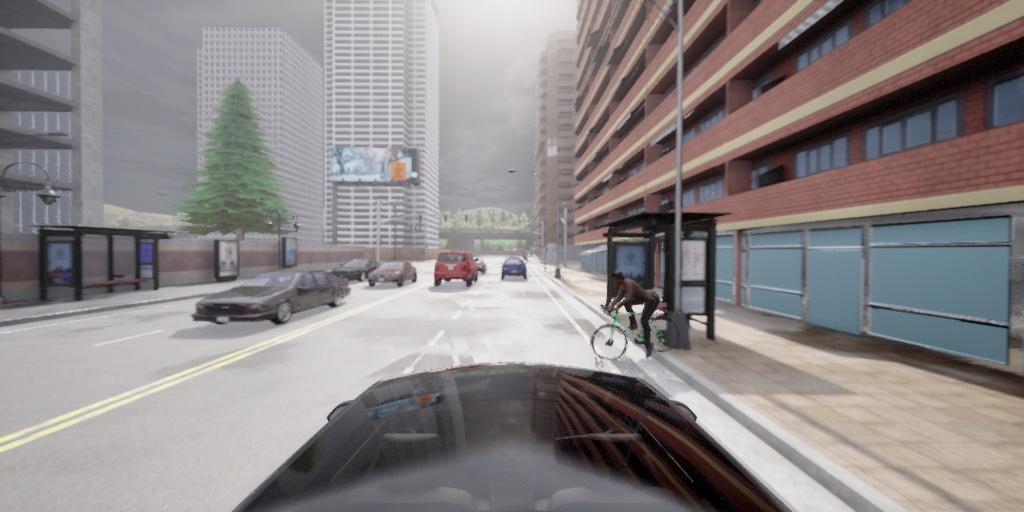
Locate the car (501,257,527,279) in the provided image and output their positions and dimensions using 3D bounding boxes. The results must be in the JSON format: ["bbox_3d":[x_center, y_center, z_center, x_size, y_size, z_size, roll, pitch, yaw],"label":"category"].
[{"bbox_3d":[0.149,0.914,27.675,1.882,1.535,5.008,0,0,0],"label":"car"}]

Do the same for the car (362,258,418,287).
[{"bbox_3d":[-7.053,0.993,21.742,1.812,1.442,4.674,0,1,1],"label":"car"}]

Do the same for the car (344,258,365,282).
[{"bbox_3d":[-10.456,0.911,24.641,1.882,1.535,5.008,0,1,0],"label":"car"}]

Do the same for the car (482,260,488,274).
[{"bbox_3d":[-3.338,0.947,33.419,1.895,1.301,4.718,0,1,0],"label":"car"}]

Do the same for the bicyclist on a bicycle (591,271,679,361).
[{"bbox_3d":[2.206,1.070,6.616,1.656,1.620,0.582,-9,1,0],"label":"bicyclist on a bicycle"}]

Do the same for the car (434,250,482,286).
[{"bbox_3d":[-3.361,0.705,22.313,2.150,2.045,5.566,0,1,0],"label":"car"}]

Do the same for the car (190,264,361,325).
[{"bbox_3d":[-7.080,1.139,11.452,2.033,1.411,5.357,0,1,0],"label":"car"}]
